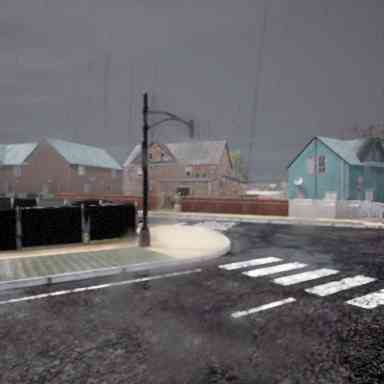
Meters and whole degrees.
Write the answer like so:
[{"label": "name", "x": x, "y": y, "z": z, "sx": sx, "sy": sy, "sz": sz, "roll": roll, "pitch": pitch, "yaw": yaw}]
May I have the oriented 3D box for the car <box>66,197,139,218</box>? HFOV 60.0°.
[{"label": "car", "x": -5.911, "y": 1.129, "z": 21.935, "sx": 5.008, "sy": 1.535, "sz": 1.882, "roll": 1, "pitch": 0, "yaw": 18}]
